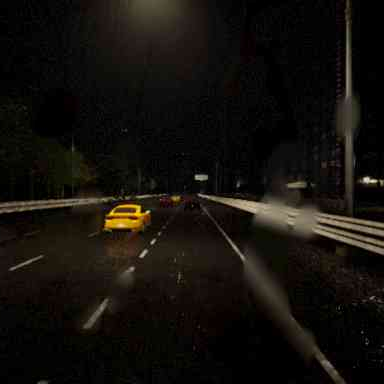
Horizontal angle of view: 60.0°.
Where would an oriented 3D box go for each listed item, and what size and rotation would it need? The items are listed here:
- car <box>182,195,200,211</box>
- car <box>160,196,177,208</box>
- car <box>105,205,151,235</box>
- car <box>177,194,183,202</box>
[{"bbox_3d":[0.020,1.520,42.114,1.882,1.535,5.008,0,0,0],"label":"car"},{"bbox_3d":[-3.612,1.536,48.603,1.882,1.535,5.008,0,0,0],"label":"car"},{"bbox_3d":[-3.515,1.485,18.952,1.882,1.535,5.008,0,0,0],"label":"car"},{"bbox_3d":[-3.799,1.622,78.650,1.882,1.535,5.008,0,0,0],"label":"car"}]
